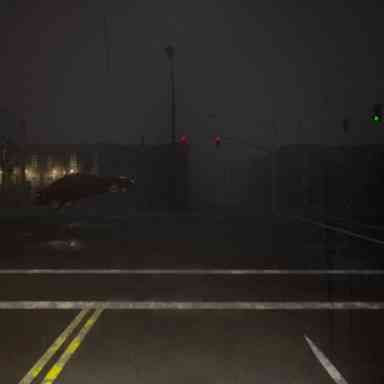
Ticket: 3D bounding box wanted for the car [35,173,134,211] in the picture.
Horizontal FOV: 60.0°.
[{"bbox_3d":[-5.243,-0.226,16.263,4.674,1.442,1.812,-14,1,0],"label":"car"}]
